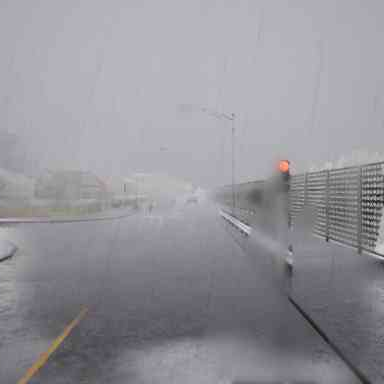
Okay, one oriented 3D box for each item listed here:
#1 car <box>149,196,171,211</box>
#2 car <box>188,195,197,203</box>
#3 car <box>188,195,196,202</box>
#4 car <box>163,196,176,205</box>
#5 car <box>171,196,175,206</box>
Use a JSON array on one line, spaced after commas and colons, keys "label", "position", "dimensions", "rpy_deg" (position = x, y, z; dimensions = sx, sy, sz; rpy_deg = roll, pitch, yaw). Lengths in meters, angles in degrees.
[{"label": "car", "position": [-4.113, 1.491, 40.632], "dimensions": [2.128, 1.511, 4.902], "rpy_deg": [0, 0, 0]}, {"label": "car", "position": [0.075, 1.491, 67.472], "dimensions": [2.128, 1.511, 4.902], "rpy_deg": [0, 0, 0]}, {"label": "car", "position": [-0.031, 1.478, 77.771], "dimensions": [1.882, 1.535, 5.008], "rpy_deg": [0, 0, 0]}, {"label": "car", "position": [-4.090, 1.478, 61.023], "dimensions": [1.882, 1.535, 5.008], "rpy_deg": [0, 0, 0]}, {"label": "car", "position": [-4.113, 1.564, 50.570], "dimensions": [1.994, 1.385, 4.181], "rpy_deg": [0, 0, 0]}]
